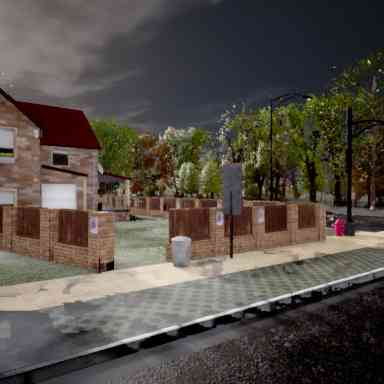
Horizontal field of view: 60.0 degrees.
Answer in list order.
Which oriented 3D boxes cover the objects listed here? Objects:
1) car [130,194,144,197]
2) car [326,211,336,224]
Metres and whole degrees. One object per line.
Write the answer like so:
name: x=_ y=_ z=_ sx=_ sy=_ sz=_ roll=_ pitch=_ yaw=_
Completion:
car: x=-10.200 y=1.139 z=59.680 sx=2.097 sy=1.767 sz=4.553 roll=0 pitch=0 yaw=-36
car: x=7.663 y=1.469 z=23.334 sx=1.812 sy=1.442 sz=4.674 roll=0 pitch=0 yaw=-36
